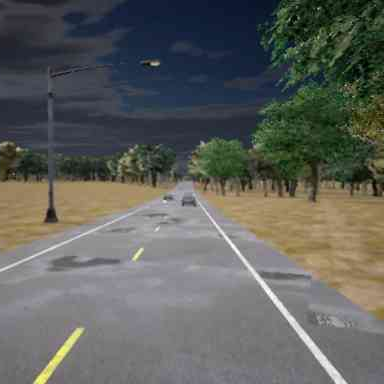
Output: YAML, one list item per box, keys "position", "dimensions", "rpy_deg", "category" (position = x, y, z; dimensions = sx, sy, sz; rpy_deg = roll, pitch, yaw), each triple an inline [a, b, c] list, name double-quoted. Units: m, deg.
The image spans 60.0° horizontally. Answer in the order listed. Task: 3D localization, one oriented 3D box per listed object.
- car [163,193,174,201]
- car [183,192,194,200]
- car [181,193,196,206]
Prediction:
- position: [-4.267, 0.878, 61.074]
  dimensions: [2.033, 1.411, 5.357]
  rpy_deg: [0, 1, 0]
  category: "car"
- position: [-0.695, 0.801, 64.271]
  dimensions: [2.033, 1.411, 5.357]
  rpy_deg: [0, 1, 0]
  category: "car"
- position: [-0.445, 1.056, 45.279]
  dimensions: [2.128, 1.511, 4.902]
  rpy_deg: [0, 1, -1]
  category: "car"
